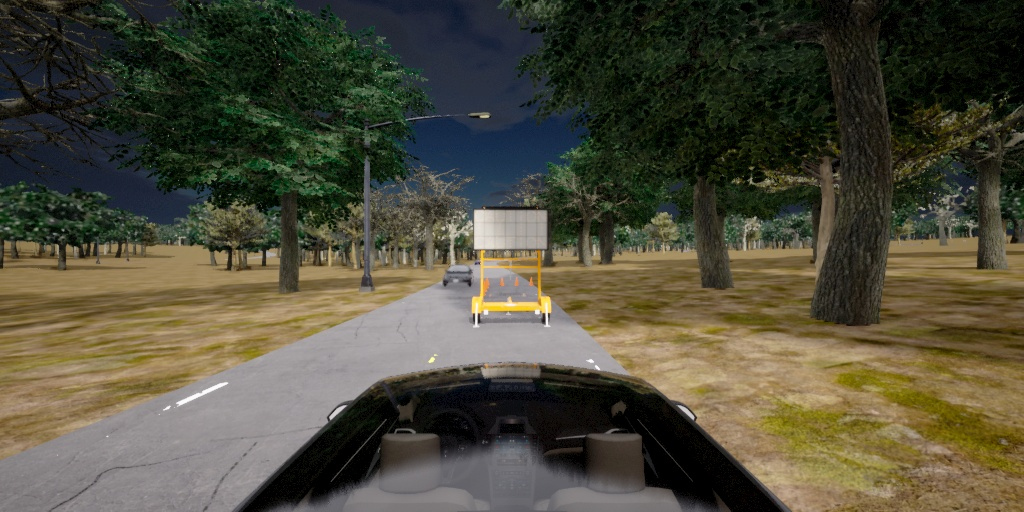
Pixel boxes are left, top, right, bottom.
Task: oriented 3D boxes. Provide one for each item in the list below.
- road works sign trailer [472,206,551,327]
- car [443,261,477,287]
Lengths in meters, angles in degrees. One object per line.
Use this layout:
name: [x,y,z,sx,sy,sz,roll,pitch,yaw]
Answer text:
road works sign trailer: [-0.046,0.225,11.523,2.380,3.560,2.880,0,0,-2]
car: [-3.617,1.309,24.836,1.812,1.442,4.674,0,0,-3]
